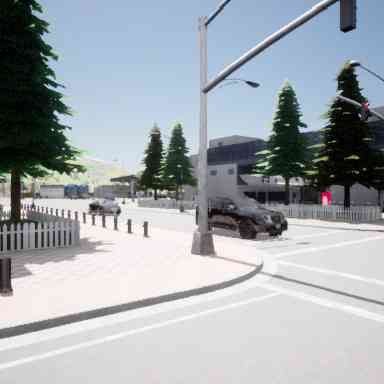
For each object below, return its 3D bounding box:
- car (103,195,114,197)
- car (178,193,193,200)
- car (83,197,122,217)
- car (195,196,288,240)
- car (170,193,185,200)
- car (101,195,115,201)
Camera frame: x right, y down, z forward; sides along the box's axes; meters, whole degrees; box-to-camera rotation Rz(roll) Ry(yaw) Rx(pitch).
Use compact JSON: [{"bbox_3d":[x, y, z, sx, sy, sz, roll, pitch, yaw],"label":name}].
[{"bbox_3d":[-18.885,1.389,75.023,1.845,1.501,3.633,0,0,-37],"label":"car"},{"bbox_3d":[-1.777,1.092,88.029,1.905,1.878,3.866,0,0,-37],"label":"car"},{"bbox_3d":[-8.487,1.506,32.171,2.128,1.511,4.902,0,0,-37],"label":"car"},{"bbox_3d":[2.379,1.238,17.629,2.150,2.045,5.566,0,0,-36],"label":"car"},{"bbox_3d":[-3.867,1.113,85.969,1.932,1.855,4.605,0,0,-37],"label":"car"},{"bbox_3d":[-20.905,1.400,82.760,1.970,1.475,3.806,0,0,-37],"label":"car"}]
